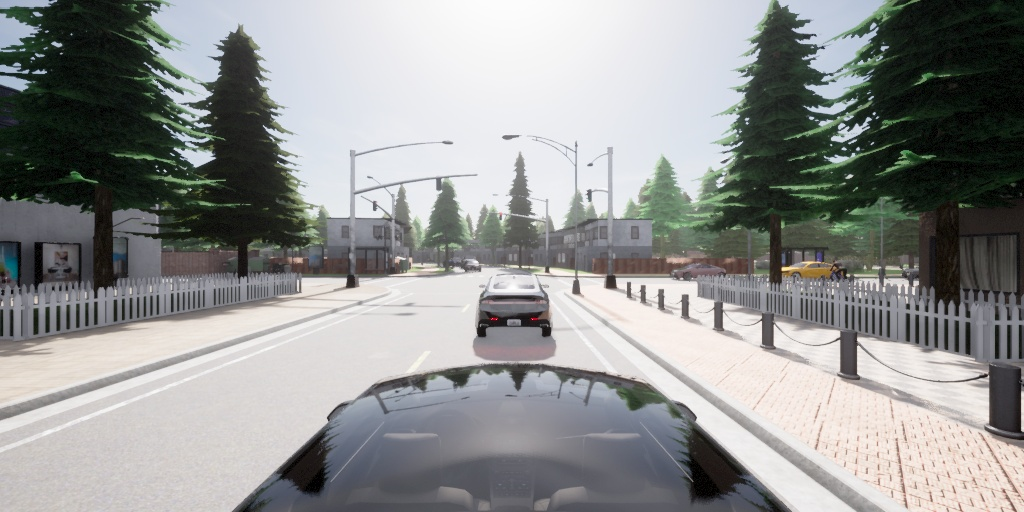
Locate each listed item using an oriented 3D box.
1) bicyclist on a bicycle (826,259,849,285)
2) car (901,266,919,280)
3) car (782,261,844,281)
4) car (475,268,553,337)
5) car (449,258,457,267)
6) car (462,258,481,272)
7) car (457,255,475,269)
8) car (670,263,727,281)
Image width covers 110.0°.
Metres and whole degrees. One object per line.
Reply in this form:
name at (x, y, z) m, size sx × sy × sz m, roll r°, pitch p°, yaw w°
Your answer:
bicyclist on a bicycle at (19.892, 1.035, 21.940) m, size 0.582 × 1.620 × 1.656 m, roll 0°, pitch 0°, yaw 2°
car at (34.555, 1.240, 28.977) m, size 4.892 × 1.490 × 1.837 m, roll 0°, pitch 0°, yaw 2°
car at (24.183, 1.212, 29.301) m, size 5.008 × 1.535 × 1.882 m, roll 0°, pitch 0°, yaw 2°
car at (0.059, 1.242, 10.259) m, size 2.128 × 1.511 × 4.902 m, roll 0°, pitch 0°, yaw 0°
car at (-9.904, 1.068, 64.113) m, size 2.097 × 1.767 × 4.553 m, roll 0°, pitch 0°, yaw -24°
car at (-4.930, 1.280, 45.379) m, size 1.994 × 1.385 × 4.181 m, roll 0°, pitch 0°, yaw -7°
car at (-6.531, 0.937, 54.543) m, size 2.150 × 2.045 × 5.566 m, roll 0°, pitch 0°, yaw -15°
car at (15.304, 1.299, 29.558) m, size 4.181 × 1.385 × 1.994 m, roll 0°, pitch 0°, yaw 2°
